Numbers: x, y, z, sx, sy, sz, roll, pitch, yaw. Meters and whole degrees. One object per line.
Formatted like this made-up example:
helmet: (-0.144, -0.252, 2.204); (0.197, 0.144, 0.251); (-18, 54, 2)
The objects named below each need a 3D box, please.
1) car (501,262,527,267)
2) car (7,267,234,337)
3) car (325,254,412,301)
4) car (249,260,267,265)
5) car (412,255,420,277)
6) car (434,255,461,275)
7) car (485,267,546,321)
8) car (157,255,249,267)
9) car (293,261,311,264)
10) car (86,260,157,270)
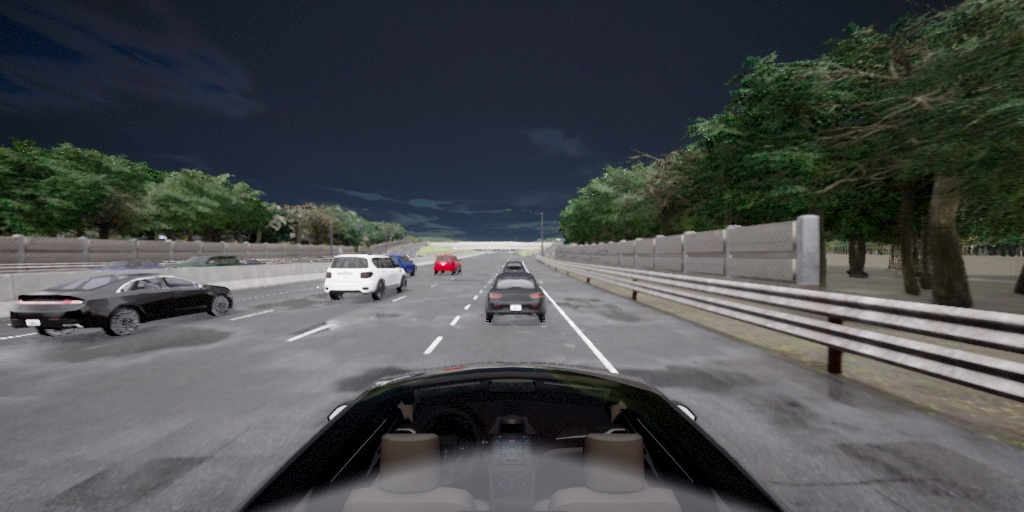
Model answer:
car: (0.181, 1.217, 30.566); (1.837, 1.490, 4.892); (0, 0, 0)
car: (-10.393, 1.231, 10.209); (2.128, 1.511, 4.902); (0, 0, 0)
car: (-6.877, 0.951, 17.476); (2.150, 2.045, 5.566); (0, 0, 0)
car: (-31.411, 1.198, 42.450); (2.033, 1.411, 5.357); (0, 0, 1)
car: (-10.310, 0.930, 32.218); (2.150, 2.045, 5.566); (0, 0, 0)
car: (-6.772, 0.905, 38.073); (2.150, 2.045, 5.566); (0, 0, 0)
car: (0.110, 1.262, 12.222); (1.812, 1.442, 4.674); (0, 0, 0)
car: (-24.524, 0.936, 28.829); (2.150, 2.045, 5.566); (0, 0, 0)
car: (-20.984, 1.245, 35.406); (2.033, 1.411, 5.357); (0, 0, 1)
car: (-28.037, 1.070, 25.977); (2.097, 1.767, 4.553); (0, 0, 0)
